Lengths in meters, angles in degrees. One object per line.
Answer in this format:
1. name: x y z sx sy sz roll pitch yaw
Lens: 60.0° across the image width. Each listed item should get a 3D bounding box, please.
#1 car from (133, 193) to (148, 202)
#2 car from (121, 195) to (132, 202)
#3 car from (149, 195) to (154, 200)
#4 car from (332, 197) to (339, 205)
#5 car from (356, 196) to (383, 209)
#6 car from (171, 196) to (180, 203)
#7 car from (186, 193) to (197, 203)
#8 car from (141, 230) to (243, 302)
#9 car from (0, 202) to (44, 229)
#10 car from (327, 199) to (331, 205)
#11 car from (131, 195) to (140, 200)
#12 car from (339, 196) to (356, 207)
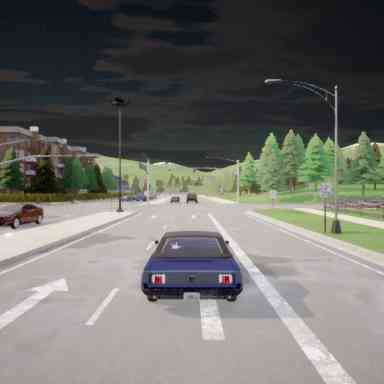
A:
1. car: -11.662 1.225 75.627 2.150 2.045 5.566 0 0 -1
2. car: -15.162 1.524 75.606 1.812 1.442 4.674 0 0 -1
3. car: -11.900 1.477 91.402 1.882 1.535 5.008 0 0 -1
4. car: 25.109 1.491 51.964 4.902 1.511 2.128 0 0 0
5. car: 25.344 1.352 44.969 4.553 1.767 2.097 0 0 0
6. car: -3.550 1.508 71.032 2.128 1.511 4.902 0 0 -1
7. car: -0.047 1.223 71.066 2.150 2.045 5.566 0 0 -1
8. car: 0.001 1.601 8.240 1.895 1.301 4.718 0 0 0
9. car: -11.553 1.477 21.800 1.882 1.535 5.008 0 0 0
10. car: 25.060 1.491 55.460 4.902 1.511 2.128 0 0 0
11. car: -15.390 1.477 90.689 1.882 1.535 5.008 0 0 -1
12. car: 24.567 1.600 48.464 4.718 1.301 1.895 0 0 0
